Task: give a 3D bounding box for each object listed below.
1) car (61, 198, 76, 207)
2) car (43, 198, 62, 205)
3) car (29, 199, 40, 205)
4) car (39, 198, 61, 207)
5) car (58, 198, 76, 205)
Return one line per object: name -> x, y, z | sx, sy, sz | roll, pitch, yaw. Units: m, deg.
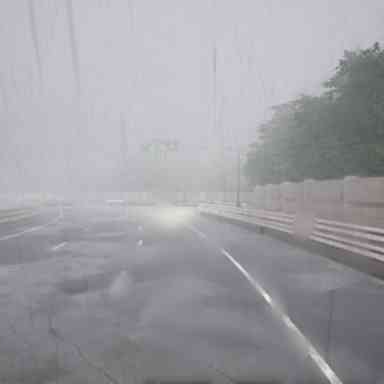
car -> -25.088, 2.206, 67.481 | 2.128, 1.511, 4.902 | 1, -1, -40
car -> -31.765, 2.167, 75.438 | 5.357, 1.411, 2.033 | 0, -1, 45
car -> -34.317, 2.138, 73.044 | 4.181, 1.385, 1.994 | 0, -1, 45
car -> -27.940, 2.194, 65.454 | 1.994, 1.385, 4.181 | 1, -1, -40
car -> -29.212, 2.194, 77.833 | 4.902, 1.511, 2.128 | 0, -1, 45
